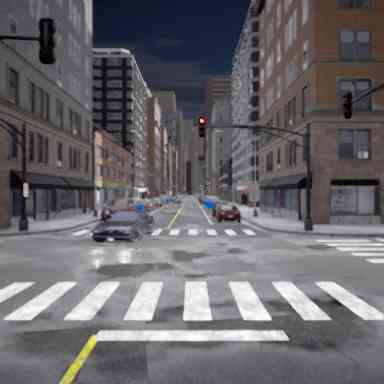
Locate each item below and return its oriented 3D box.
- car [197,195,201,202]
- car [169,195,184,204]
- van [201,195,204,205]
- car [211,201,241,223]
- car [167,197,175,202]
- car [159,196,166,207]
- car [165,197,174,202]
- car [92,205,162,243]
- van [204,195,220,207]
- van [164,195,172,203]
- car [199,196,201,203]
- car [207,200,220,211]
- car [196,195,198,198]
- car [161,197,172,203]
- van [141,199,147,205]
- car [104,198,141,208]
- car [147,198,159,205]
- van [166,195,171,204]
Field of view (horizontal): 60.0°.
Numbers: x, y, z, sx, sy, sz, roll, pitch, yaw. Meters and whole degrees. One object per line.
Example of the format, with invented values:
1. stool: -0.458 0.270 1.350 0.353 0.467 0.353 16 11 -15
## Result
1. car: 2.713 1.894 75.955 1.802 1.307 4.206 0 0 0
2. car: -3.130 1.854 69.009 1.895 1.301 4.718 0 0 0
3. van: 2.755 1.561 53.952 1.690 1.788 3.998 0 0 0
4. car: 2.808 1.651 26.444 1.887 1.381 4.507 0 0 0
5. car: -5.844 1.966 92.444 1.802 1.307 4.206 0 0 0
6. car: -5.771 1.661 53.935 1.967 1.590 4.097 0 0 0
7. car: -5.833 1.926 86.942 1.947 1.339 4.313 0 0 0
8. car: -3.166 1.626 16.747 2.033 1.411 5.357 0 0 6
9. van: 2.776 1.516 42.949 1.690 1.788 3.998 0 0 0
10. van: -5.823 1.677 81.442 1.690 1.788 3.998 0 0 0
11. car: 2.734 1.848 64.953 1.802 1.307 4.206 0 0 0
12. car: 2.797 1.695 31.945 1.947 1.339 4.313 0 0 0
13. car: 2.702 1.651 81.458 2.192 1.841 5.009 0 0 0
14. car: -5.813 1.863 75.939 2.008 1.369 4.403 0 0 0
15. van: -5.729 1.471 31.930 1.690 1.788 3.998 0 0 0
16. car: -5.718 1.422 26.429 2.192 1.841 5.009 0 0 0
17. car: -5.750 1.616 42.932 1.967 1.590 4.097 0 0 0
18. van: -5.802 1.630 70.440 1.690 1.788 3.998 0 0 0
